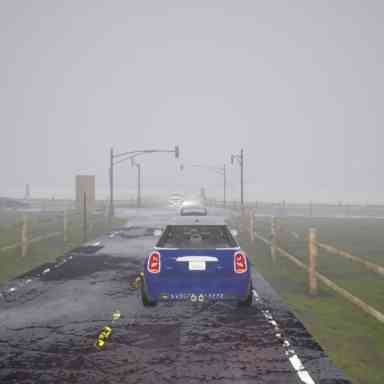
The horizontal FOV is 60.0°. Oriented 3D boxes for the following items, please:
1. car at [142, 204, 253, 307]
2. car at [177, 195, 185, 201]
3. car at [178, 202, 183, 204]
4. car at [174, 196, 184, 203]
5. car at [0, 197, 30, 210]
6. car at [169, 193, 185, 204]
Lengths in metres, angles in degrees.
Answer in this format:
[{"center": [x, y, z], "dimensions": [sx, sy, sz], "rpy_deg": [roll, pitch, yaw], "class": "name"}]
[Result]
[{"center": [0.096, 1.353, 8.138], "dimensions": [2.097, 1.767, 4.553], "rpy_deg": [0, 0, 0], "class": "car"}, {"center": [-2.681, 1.551, 83.611], "dimensions": [1.812, 1.442, 4.674], "rpy_deg": [0, 0, 0], "class": "car"}, {"center": [0.092, 1.507, 17.304], "dimensions": [1.837, 1.490, 4.892], "rpy_deg": [0, 0, 0], "class": "car"}, {"center": [-2.726, 1.615, 70.300], "dimensions": [1.895, 1.301, 4.718], "rpy_deg": [0, 0, 0], "class": "car"}, {"center": [-20.079, 1.216, 36.424], "dimensions": [4.181, 1.385, 1.994], "rpy_deg": [1, 0, 0], "class": "car"}, {"center": [-2.833, 1.237, 59.949], "dimensions": [2.150, 2.045, 5.566], "rpy_deg": [0, 0, 0], "class": "car"}]
